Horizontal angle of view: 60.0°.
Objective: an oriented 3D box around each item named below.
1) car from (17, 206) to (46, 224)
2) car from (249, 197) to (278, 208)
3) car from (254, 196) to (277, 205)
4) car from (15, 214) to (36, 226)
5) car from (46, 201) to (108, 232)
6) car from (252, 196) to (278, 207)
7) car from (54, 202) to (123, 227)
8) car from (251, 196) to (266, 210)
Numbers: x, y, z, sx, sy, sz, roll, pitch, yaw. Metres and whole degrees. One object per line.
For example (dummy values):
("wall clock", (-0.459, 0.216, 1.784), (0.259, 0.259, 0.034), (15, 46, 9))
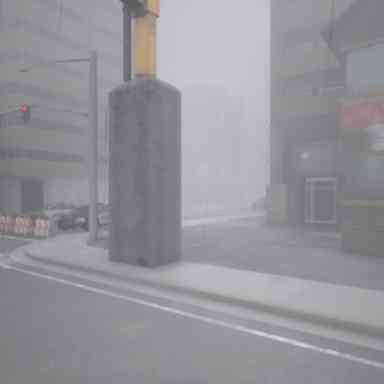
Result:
("car", (-9.303, 1.284, 22.946), (4.536, 1.218, 1.853), (0, 0, -30))
("car", (9.116, 1.287, 42.086), (1.853, 1.218, 4.536), (0, 0, 35))
("car", (11.308, 1.285, 51.007), (1.853, 1.218, 4.536), (0, 0, 35))
("car", (-9.348, 1.442, 22.920), (4.974, 1.542, 2.038), (0, 0, -30))
("car", (-6.151, 1.444, 20.241), (2.038, 1.542, 4.974), (0, 0, 15))
("car", (11.278, 1.443, 50.965), (2.038, 1.542, 4.974), (0, 0, 35))
("car", (-6.137, 1.287, 20.291), (1.853, 1.218, 4.536), (0, 0, 15))
("car", (9.086, 1.444, 42.043), (2.038, 1.542, 4.974), (0, 0, 35))
